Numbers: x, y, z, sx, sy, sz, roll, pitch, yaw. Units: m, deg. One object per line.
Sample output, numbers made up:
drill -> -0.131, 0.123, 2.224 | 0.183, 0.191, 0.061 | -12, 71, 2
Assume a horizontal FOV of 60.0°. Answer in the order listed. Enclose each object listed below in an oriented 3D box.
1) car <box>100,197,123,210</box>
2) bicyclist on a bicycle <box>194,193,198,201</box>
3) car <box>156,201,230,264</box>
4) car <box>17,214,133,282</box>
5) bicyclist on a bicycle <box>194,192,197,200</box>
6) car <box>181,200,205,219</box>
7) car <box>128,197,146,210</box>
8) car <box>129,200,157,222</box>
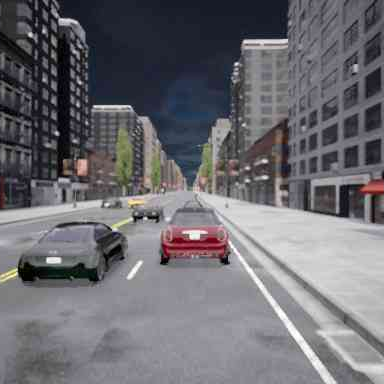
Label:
car -> -9.829, 1.344, 40.910 | 2.128, 1.511, 4.902 | 0, 0, 0
bicyclist on a bicycle -> 0.912, 1.149, 74.779 | 0.582, 1.620, 1.656 | 0, 0, 0
car -> 0.090, 1.310, 11.807 | 2.097, 1.767, 4.553 | 0, 0, 0
car -> -3.169, 1.530, 9.639 | 1.994, 1.385, 4.181 | 0, 0, 0
bicyclist on a bicycle -> 0.913, 1.021, 83.774 | 0.659, 1.776, 1.843 | 0, 1, 0
car -> 0.099, 1.462, 29.196 | 1.994, 1.385, 4.181 | 0, 0, 0
car -> -6.581, 1.331, 40.696 | 1.882, 1.535, 5.008 | 0, 0, 0
car -> -3.161, 1.514, 24.839 | 1.895, 1.301, 4.718 | 0, 0, 0
